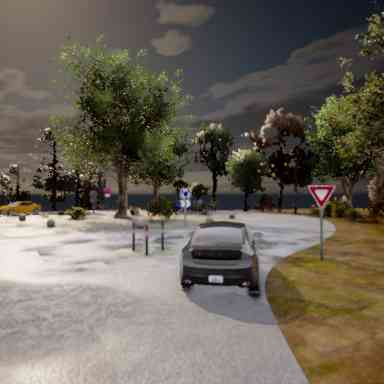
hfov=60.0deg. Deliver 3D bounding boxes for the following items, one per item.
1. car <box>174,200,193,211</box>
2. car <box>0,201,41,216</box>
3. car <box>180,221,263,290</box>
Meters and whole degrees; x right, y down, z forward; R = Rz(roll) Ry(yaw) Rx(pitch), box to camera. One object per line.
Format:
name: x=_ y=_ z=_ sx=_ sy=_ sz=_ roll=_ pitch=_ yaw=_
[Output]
car: x=-2.362 y=1.829 z=45.135 sx=5.008 sy=1.535 sz=1.882 roll=0 pitch=-1 yaw=19
car: x=-18.869 y=1.759 z=36.219 sx=1.882 sy=1.535 sz=5.008 roll=-1 pitch=-1 yaw=24
car: x=0.896 y=1.580 z=9.382 sx=1.837 sy=1.490 sz=4.892 roll=0 pitch=0 yaw=9
